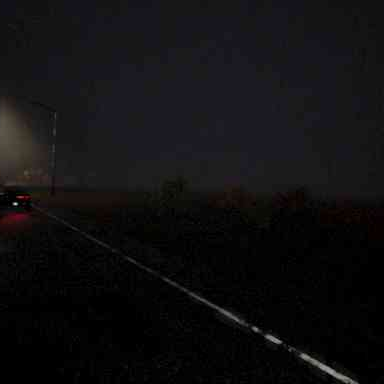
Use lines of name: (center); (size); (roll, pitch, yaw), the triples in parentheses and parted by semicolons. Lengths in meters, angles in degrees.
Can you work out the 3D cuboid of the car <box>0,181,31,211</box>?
car: (-11.776, 0.332, 21.777); (1.837, 1.490, 4.892); (3, 2, -33)
